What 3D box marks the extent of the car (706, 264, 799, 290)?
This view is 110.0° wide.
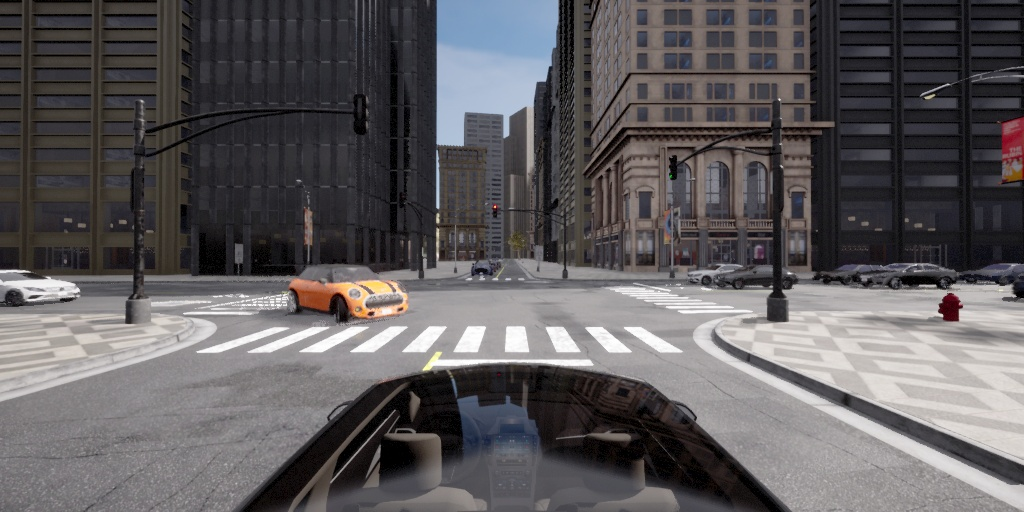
[{"bbox_3d":[14.702,1.240,21.716,4.674,1.442,1.812,0,0,-1],"label":"car"}]

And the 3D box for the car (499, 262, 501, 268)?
[{"bbox_3d":[-3.054,1.401,55.430,1.994,1.385,4.181,0,0,0],"label":"car"}]

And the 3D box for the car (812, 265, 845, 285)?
[{"bbox_3d":[24.219,1.262,24.982,5.357,1.411,2.033,0,0,0],"label":"car"}]

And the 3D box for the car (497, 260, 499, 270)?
[{"bbox_3d":[-3.058,1.378,46.399,1.994,1.385,4.181,0,0,0],"label":"car"}]

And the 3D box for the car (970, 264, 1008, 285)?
[{"bbox_3d":[34.647,1.237,24.990,5.357,1.411,2.033,0,0,-1],"label":"car"}]

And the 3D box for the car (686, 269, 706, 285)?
[{"bbox_3d":[14.637,1.264,24.977,4.674,1.442,1.812,0,0,0],"label":"car"}]

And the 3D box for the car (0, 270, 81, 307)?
[{"bbox_3d":[-21.121,1.310,14.995,4.674,1.442,1.812,0,0,0],"label":"car"}]

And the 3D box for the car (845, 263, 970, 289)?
[{"bbox_3d":[23.812,1.183,21.730,4.902,1.511,2.128,0,0,0],"label":"car"}]

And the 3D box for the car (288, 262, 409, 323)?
[{"bbox_3d":[-5.533,1.069,12.004,4.553,1.767,2.097,0,1,36],"label":"car"}]

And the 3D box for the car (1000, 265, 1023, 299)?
[{"bbox_3d":[24.050,1.205,15.033,4.181,1.385,1.994,0,0,0],"label":"car"}]

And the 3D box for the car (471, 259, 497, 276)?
[{"bbox_3d":[-3.048,1.146,37.627,2.097,1.767,4.553,0,0,0],"label":"car"}]
